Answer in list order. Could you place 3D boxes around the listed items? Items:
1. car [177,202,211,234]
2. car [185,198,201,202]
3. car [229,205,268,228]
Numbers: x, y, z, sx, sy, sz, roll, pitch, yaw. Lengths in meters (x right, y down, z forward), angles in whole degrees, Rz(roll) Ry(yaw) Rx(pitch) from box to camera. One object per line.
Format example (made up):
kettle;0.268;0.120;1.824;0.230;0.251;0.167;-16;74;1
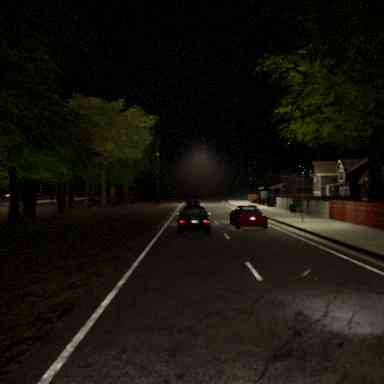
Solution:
car;0.102;1.529;19.187;2.033;1.411;5.357;0;0;0
car;0.098;1.439;42.206;2.033;1.411;5.357;0;0;0
car;3.600;1.540;21.748;1.994;1.385;4.181;0;0;0
